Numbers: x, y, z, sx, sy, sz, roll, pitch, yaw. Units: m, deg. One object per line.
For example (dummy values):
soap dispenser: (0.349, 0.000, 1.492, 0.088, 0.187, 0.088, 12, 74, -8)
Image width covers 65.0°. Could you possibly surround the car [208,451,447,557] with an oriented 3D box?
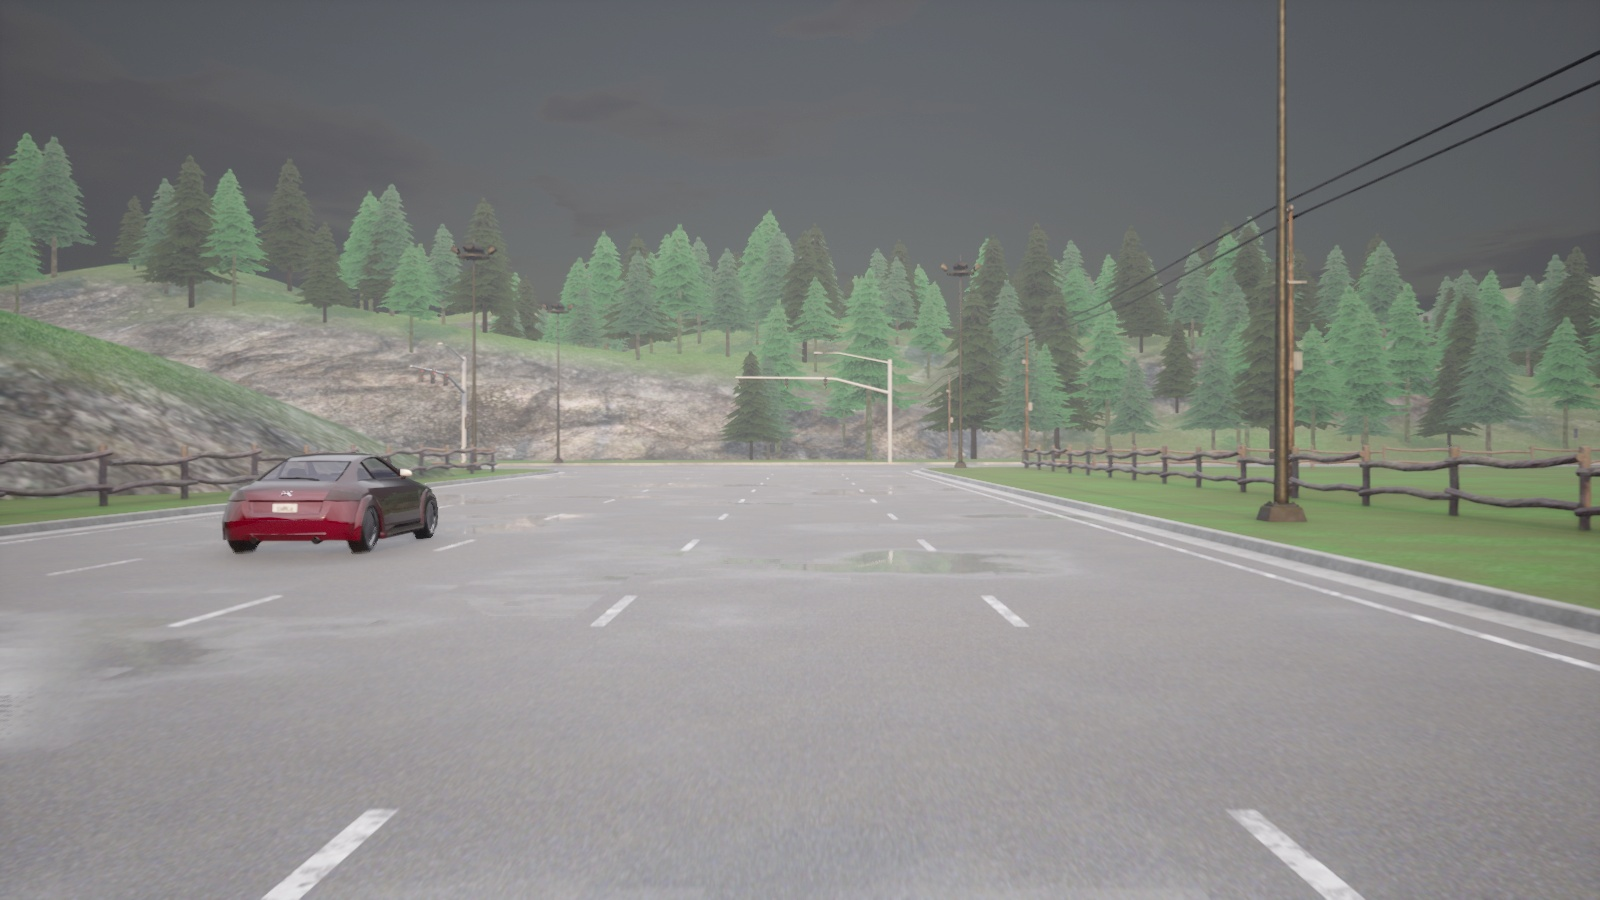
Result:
car: (-6.878, 0.724, 18.816, 1.994, 1.385, 4.181, 0, 0, 0)
